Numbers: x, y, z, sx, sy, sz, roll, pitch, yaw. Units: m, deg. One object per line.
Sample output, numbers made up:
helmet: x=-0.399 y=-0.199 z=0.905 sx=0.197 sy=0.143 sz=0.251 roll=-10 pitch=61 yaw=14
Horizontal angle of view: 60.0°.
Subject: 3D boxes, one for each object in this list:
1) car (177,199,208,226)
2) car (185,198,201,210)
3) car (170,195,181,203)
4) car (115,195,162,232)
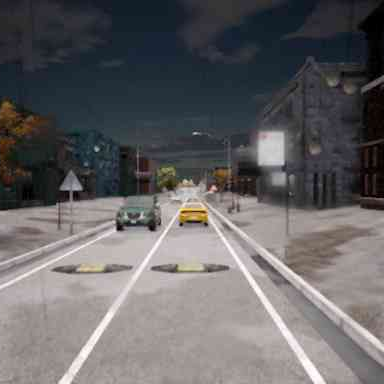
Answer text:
car: x=0.112 y=1.463 z=23.588 sx=1.882 sy=1.535 sz=5.008 roll=0 pitch=0 yaw=0
car: x=0.125 y=1.506 z=41.965 sx=1.994 sy=1.385 sz=4.181 roll=0 pitch=0 yaw=0
car: x=-2.988 y=1.331 z=62.908 sx=1.812 sy=1.442 sz=4.674 roll=-1 pitch=-1 yaw=0
car: x=-3.087 y=1.211 z=20.316 sx=2.150 sy=2.045 sz=5.566 roll=0 pitch=0 yaw=0
